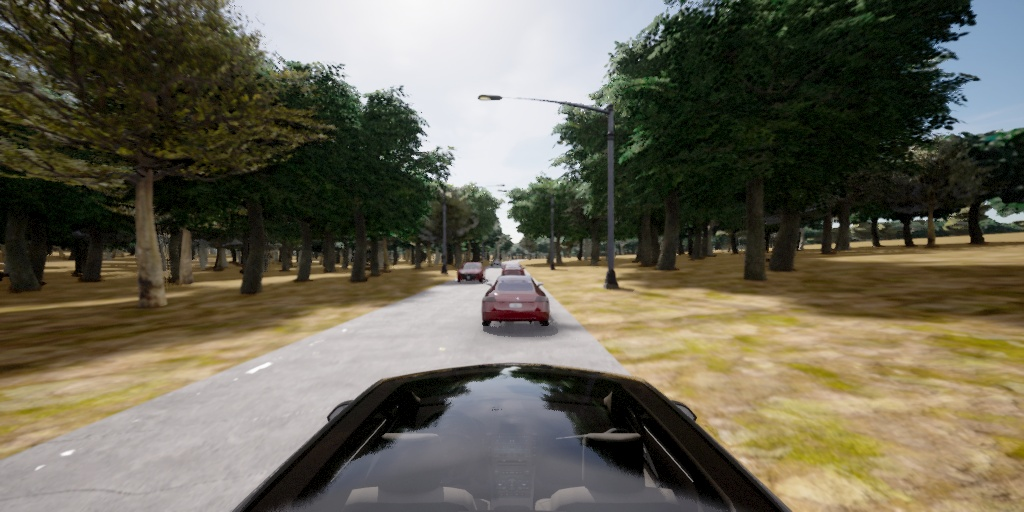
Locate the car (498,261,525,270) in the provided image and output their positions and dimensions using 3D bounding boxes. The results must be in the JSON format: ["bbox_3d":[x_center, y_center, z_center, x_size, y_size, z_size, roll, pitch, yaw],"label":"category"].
[{"bbox_3d":[0.094,1.294,28.335,1.812,1.442,4.674,0,0,0],"label":"car"}]

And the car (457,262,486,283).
[{"bbox_3d":[-3.093,1.245,28.000,1.882,1.535,5.008,0,0,0],"label":"car"}]

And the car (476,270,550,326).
[{"bbox_3d":[0.101,1.316,11.759,1.994,1.385,4.181,0,0,0],"label":"car"}]
